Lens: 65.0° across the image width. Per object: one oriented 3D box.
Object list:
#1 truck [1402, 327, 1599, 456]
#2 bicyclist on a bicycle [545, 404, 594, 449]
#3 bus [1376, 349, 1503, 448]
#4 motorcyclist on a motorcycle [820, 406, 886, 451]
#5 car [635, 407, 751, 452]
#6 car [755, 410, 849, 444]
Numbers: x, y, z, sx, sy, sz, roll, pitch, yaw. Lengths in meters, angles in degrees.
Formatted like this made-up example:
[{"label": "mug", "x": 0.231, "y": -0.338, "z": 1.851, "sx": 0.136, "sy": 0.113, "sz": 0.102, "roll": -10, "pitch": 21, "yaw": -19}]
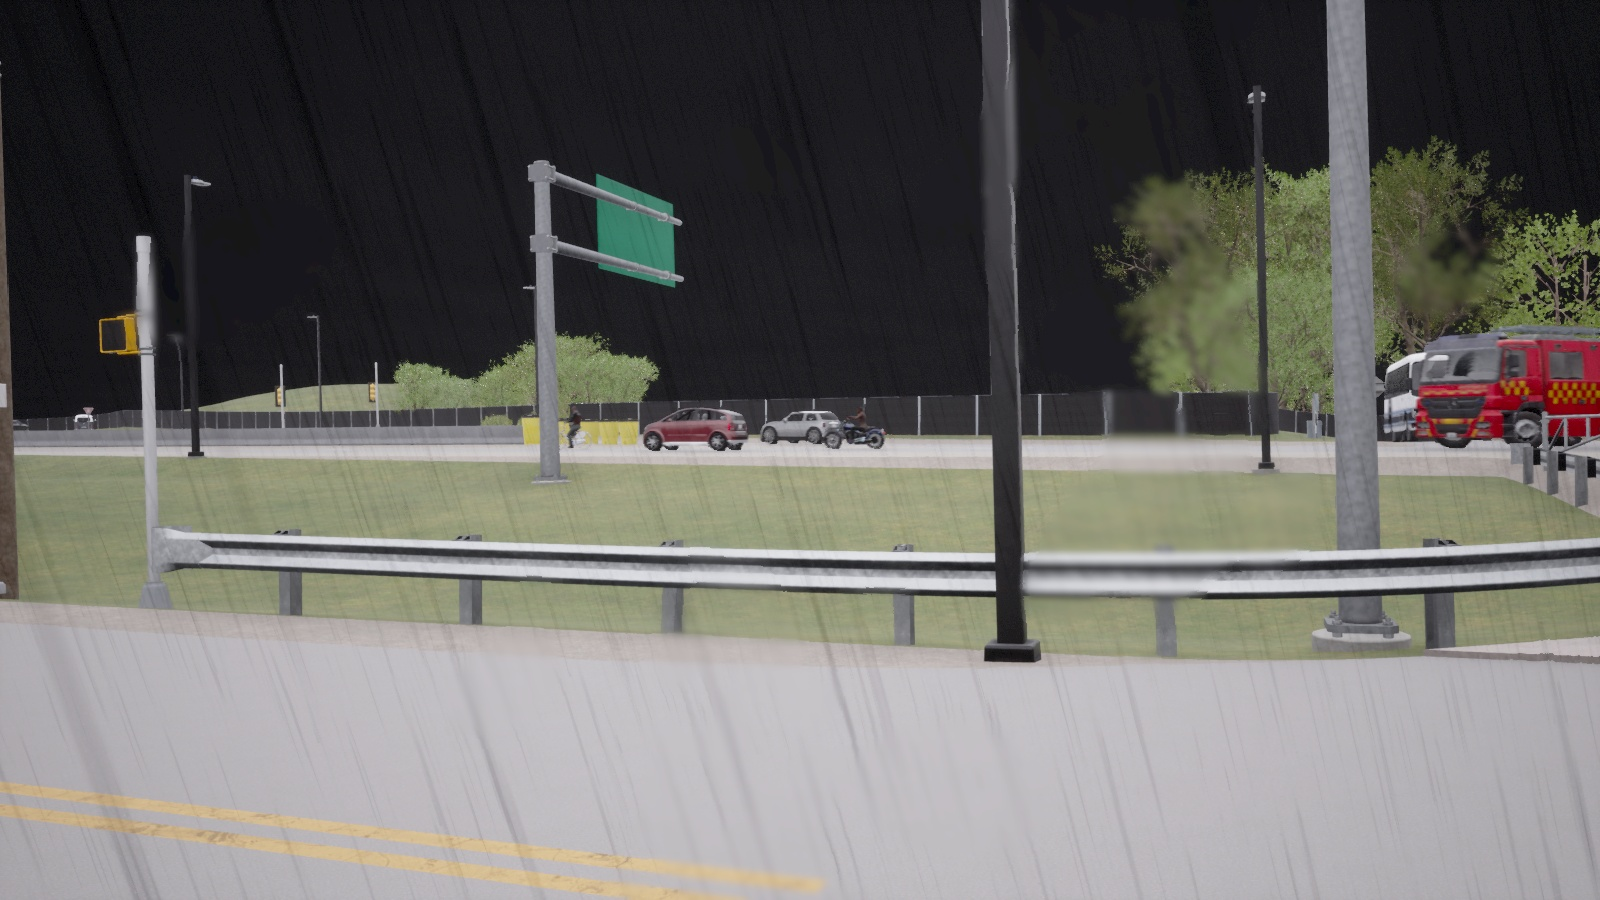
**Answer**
[{"label": "truck", "x": 23.536, "y": -1.789, "z": 40.157, "sx": 8.468, "sy": 3.827, "sz": 2.891, "roll": 0, "pitch": 1, "yaw": -24}, {"label": "bicyclist on a bicycle", "x": -9.284, "y": -0.947, "z": 50.558, "sx": 1.843, "sy": 1.776, "sz": 0.659, "roll": 1, "pitch": 1, "yaw": 19}, {"label": "bus", "x": 30.682, "y": -2.277, "z": 60.786, "sx": 3.944, "sy": 4.253, "sz": 10.273, "roll": 0, "pitch": 0, "yaw": 19}, {"label": "motorcyclist on a motorcycle", "x": 1.970, "y": -0.797, "z": 46.600, "sx": 2.350, "sy": 1.649, "sz": 0.766, "roll": 0, "pitch": 1, "yaw": 19}, {"label": "car", "x": -3.820, "y": -0.749, "z": 44.927, "sx": 3.705, "sy": 1.549, "sz": 1.789, "roll": 0, "pitch": 1, "yaw": 19}, {"label": "car", "x": 0.071, "y": -1.030, "z": 56.417, "sx": 3.806, "sy": 1.475, "sz": 1.970, "roll": 1, "pitch": 2, "yaw": 39}]
